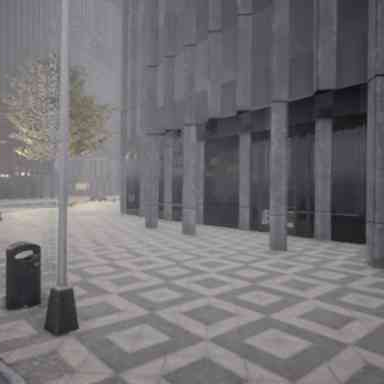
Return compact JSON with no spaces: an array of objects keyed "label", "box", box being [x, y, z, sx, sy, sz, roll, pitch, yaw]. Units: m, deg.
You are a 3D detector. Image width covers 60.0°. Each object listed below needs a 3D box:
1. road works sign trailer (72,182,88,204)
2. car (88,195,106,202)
[{"label":"road works sign trailer","box":[-17.752,0.158,53.786,2.380,3.560,2.880,1,0,13]},{"label":"car","box":[-18.336,1.216,64.612,1.994,1.385,4.181,1,1,13]}]
